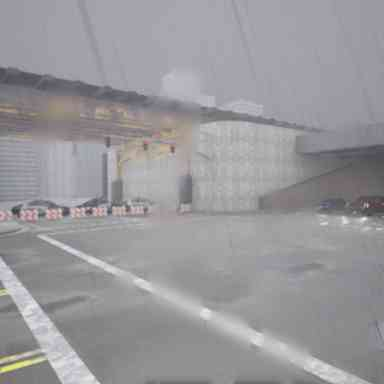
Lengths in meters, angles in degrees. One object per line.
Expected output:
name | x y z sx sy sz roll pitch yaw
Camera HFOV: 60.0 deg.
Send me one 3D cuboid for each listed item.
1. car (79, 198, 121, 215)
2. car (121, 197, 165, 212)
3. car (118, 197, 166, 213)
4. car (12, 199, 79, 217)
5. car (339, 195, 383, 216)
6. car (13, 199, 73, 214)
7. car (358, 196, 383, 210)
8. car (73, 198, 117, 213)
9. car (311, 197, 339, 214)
car | -9.226 1.383 31.897 2.038 1.542 4.974 0 0 18
car | -5.367 1.174 35.647 4.536 1.218 1.853 -1 0 -7
car | -5.314 1.331 35.654 4.974 1.542 2.038 -1 0 -7
car | -12.972 1.429 29.214 4.974 1.542 2.038 0 0 8
car | 14.986 1.072 28.403 4.553 1.767 2.097 -1 0 -37
car | -13.025 1.272 29.220 4.536 1.218 1.853 0 0 8
car | 20.878 1.176 37.207 5.357 1.411 2.033 -1 0 -37
car | -9.212 1.225 31.946 1.853 1.218 4.536 0 0 18
car | 13.216 1.250 31.452 4.674 1.442 1.812 -1 0 -37
